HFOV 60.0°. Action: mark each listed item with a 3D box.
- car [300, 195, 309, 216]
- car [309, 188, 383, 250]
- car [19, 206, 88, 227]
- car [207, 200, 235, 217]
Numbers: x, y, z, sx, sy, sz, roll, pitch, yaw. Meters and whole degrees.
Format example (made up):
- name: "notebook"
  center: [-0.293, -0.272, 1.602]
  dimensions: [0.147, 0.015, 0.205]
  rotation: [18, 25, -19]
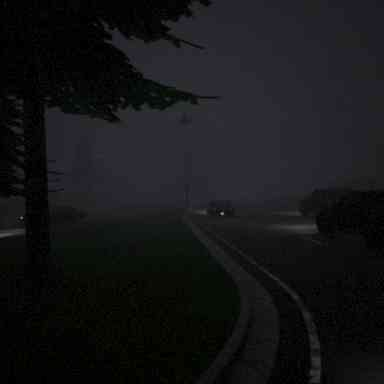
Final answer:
- name: "car"
  center: [9.416, 0.765, 23.042]
  dimensions: [2.150, 2.045, 5.566]
  rotation: [-2, 0, -4]
- name: "car"
  center: [7.010, 0.917, 12.929]
  dimensions: [2.150, 2.045, 5.566]
  rotation: [-2, 0, -7]
- name: "car"
  center: [-9.580, 1.697, 23.315]
  dimensions: [1.895, 1.301, 4.718]
  rotation: [-1, 0, 22]
- name: "car"
  center: [2.261, 1.318, 27.332]
  dimensions: [1.895, 1.301, 4.718]
  rotation: [-2, 0, -1]
